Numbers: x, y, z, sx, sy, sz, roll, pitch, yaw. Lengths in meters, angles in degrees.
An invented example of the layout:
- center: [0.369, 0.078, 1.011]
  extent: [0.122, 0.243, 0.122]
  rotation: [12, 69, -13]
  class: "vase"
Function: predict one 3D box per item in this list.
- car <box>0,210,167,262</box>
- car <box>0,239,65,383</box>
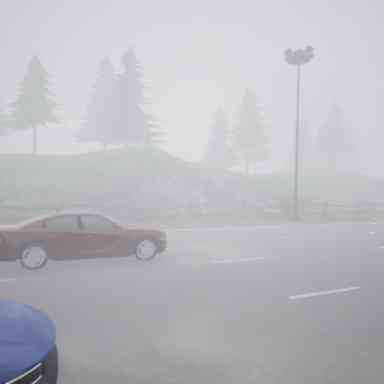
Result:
- center: [-3.219, 1.304, 10.168]
  extent: [5.008, 1.535, 1.882]
  rotation: [1, 1, -25]
  class: "car"
- center: [-3.612, 1.377, 2.286]
  extent: [5.008, 1.535, 1.882]
  rotation: [1, 1, -25]
  class: "car"
